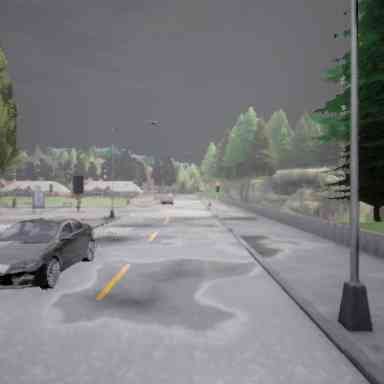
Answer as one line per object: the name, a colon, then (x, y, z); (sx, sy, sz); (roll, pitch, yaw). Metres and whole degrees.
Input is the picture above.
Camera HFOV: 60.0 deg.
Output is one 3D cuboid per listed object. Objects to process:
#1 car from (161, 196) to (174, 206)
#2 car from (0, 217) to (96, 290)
car: (-3.990, 1.430, 54.446); (1.882, 1.535, 5.008); (0, 0, 0)
car: (-4.095, 1.483, 9.166); (2.128, 1.511, 4.902); (0, 0, 0)
